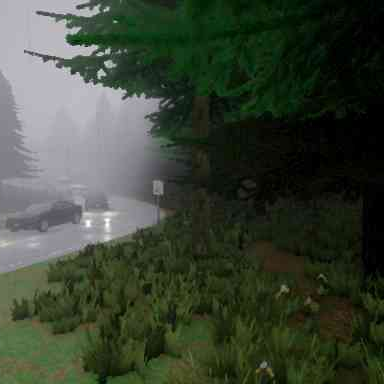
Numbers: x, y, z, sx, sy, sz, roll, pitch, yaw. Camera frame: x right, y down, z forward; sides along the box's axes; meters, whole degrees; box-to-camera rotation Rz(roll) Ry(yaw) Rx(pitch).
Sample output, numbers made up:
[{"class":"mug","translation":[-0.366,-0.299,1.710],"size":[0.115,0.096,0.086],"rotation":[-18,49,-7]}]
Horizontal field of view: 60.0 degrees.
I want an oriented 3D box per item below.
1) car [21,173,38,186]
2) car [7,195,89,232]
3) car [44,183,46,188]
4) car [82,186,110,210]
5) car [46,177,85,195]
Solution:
[{"class":"car","translation":[-25.641,-2.127,52.452],"size":[2.150,2.045,5.566],"rotation":[0,5,-30]},{"class":"car","translation":[-8.122,1.226,18.789],"size":[1.882,1.535,5.008],"rotation":[0,2,12]},{"class":"car","translation":[-18.323,-0.951,45.380],"size":[4.892,1.490,1.837],"rotation":[6,4,38]},{"class":"car","translation":[-8.318,0.651,28.895],"size":[1.837,1.490,4.892],"rotation":[0,5,-19]},{"class":"car","translation":[-13.934,-0.564,37.849],"size":[5.566,2.045,2.150],"rotation":[7,5,40]}]
